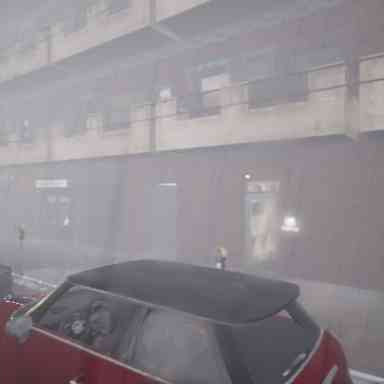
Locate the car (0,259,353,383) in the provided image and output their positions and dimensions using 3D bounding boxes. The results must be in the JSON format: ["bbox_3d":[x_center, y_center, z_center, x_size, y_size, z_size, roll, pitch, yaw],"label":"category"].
[{"bbox_3d":[-0.676,1.433,3.360,4.097,1.590,1.967,0,0,36],"label":"car"}]
